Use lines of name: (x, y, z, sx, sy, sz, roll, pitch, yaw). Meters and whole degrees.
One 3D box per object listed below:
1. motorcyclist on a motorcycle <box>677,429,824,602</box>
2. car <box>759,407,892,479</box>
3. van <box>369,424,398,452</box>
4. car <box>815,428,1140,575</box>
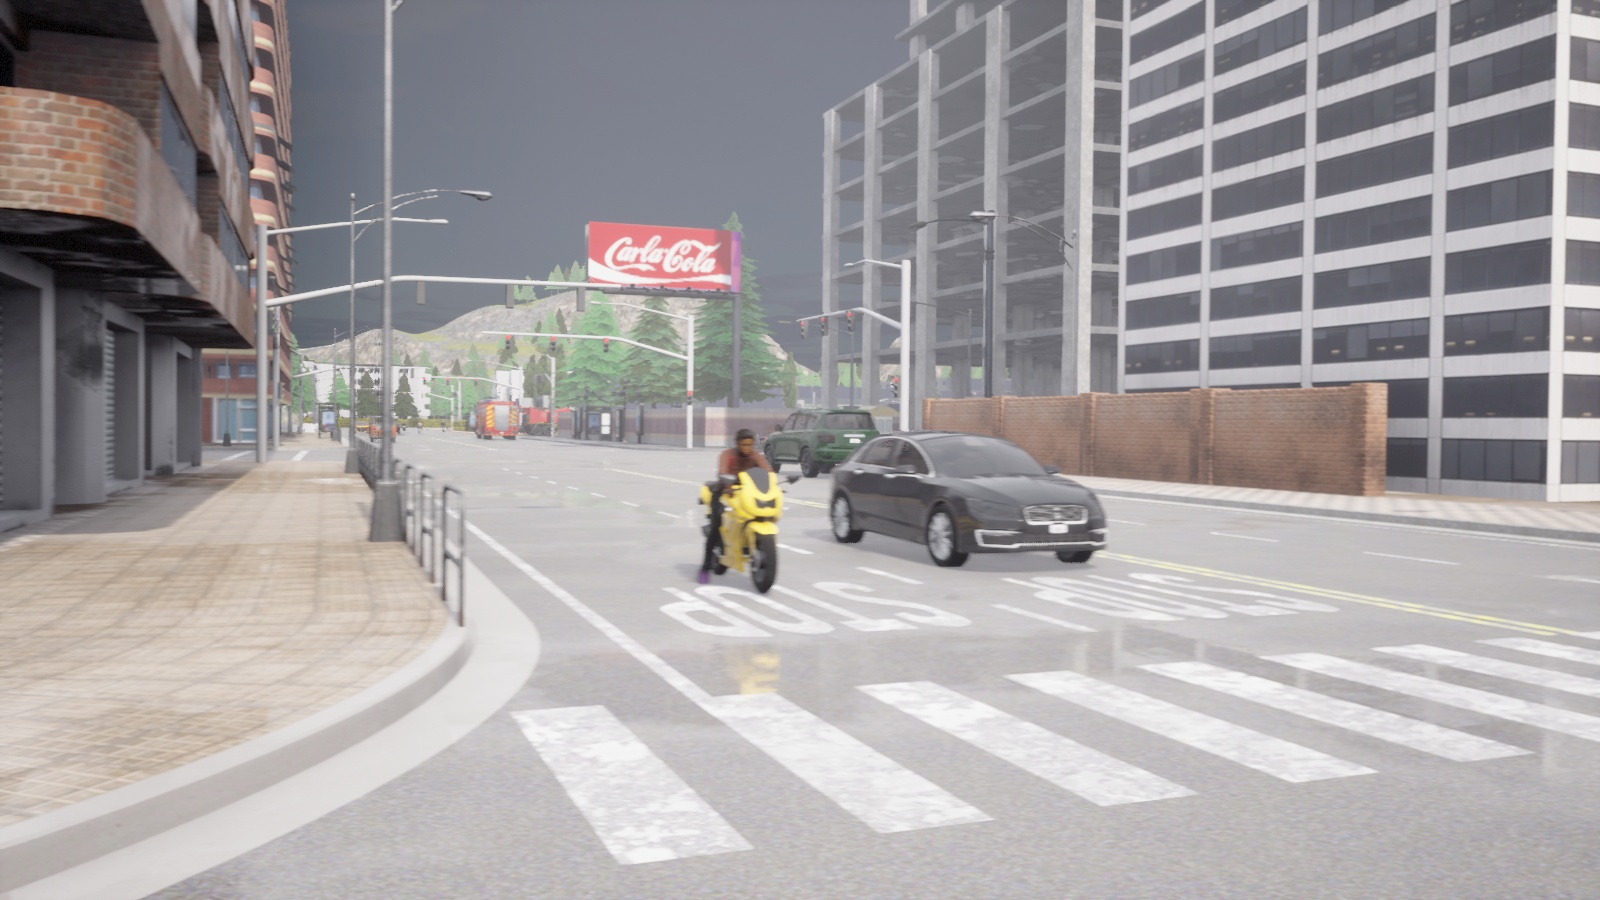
motorcyclist on a motorcycle: (-0.527, 0.560, 12.162, 0.797, 1.523, 2.044, -1, 1, -21)
car: (0.663, -0.245, 38.730, 2.150, 2.045, 5.566, -1, 1, -21)
van: (-29.774, -0.875, 89.637, 1.775, 1.987, 4.442, -1, 1, -21)
car: (1.945, 0.488, 15.526, 1.837, 1.490, 4.892, -1, 1, -21)
